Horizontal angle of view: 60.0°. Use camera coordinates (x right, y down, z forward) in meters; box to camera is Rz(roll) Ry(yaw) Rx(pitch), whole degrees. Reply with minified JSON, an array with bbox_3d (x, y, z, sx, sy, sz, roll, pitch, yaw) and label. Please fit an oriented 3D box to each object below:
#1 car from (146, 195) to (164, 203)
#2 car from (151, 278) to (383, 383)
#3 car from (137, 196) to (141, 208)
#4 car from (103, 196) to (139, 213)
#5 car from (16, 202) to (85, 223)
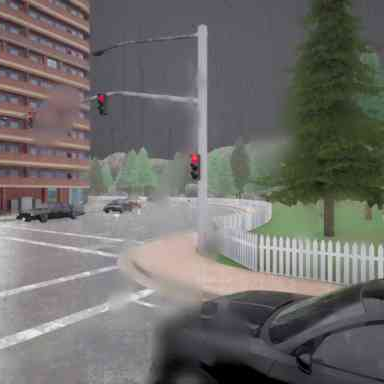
[{"bbox_3d":[-7.745,1.448,69.350,1.837,1.490,4.892,0,0,-42],"label":"car"},{"bbox_3d":[1.873,1.478,2.653,5.008,1.535,1.882,0,0,36],"label":"car"},{"bbox_3d":[-8.168,1.296,46.034,2.097,1.767,4.553,0,0,-12],"label":"car"},{"bbox_3d":[-7.773,1.492,35.743,2.033,1.411,5.357,0,0,7],"label":"car"},{"bbox_3d":[-10.641,1.492,25.586,2.033,1.411,5.357,0,0,24],"label":"car"}]
